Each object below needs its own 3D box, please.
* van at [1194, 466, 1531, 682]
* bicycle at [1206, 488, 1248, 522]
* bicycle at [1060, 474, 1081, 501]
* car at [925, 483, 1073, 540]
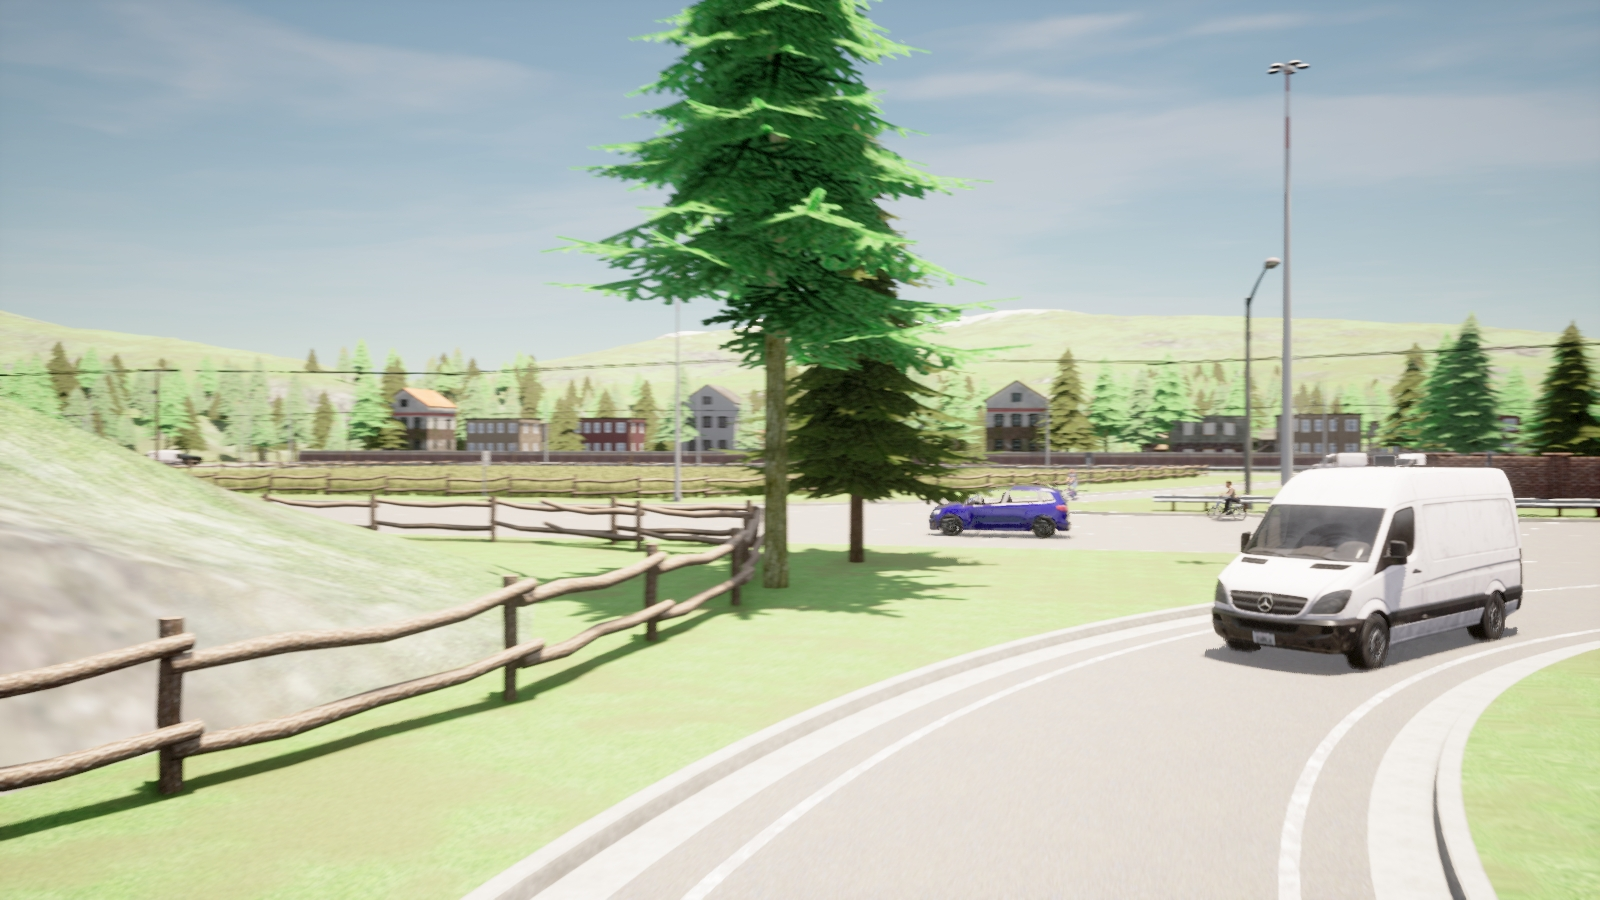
[{"bbox_3d":[8.283,1.549,16.504,5.915,2.561,1.988,0,0,-38],"label":"van"},{"bbox_3d":[17.030,2.188,45.596,1.487,1.276,0.859,0,0,14],"label":"bicycle"},{"bbox_3d":[15.105,2.083,63.680,0.373,1.496,1.643,0,0,43],"label":"bicycle"},{"bbox_3d":[6.557,1.979,37.427,4.611,1.667,2.242,0,0,14],"label":"car"}]
